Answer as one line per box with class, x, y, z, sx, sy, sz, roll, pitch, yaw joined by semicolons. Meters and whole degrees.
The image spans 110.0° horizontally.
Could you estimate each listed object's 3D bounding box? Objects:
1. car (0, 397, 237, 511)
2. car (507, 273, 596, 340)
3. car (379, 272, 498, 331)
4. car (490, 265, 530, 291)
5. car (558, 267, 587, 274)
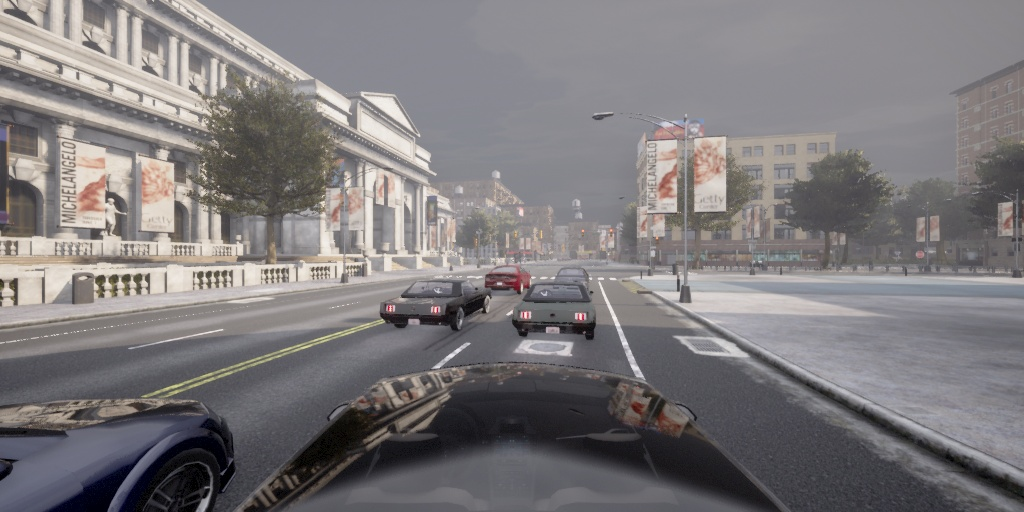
car;-3.156;1.314;1.114;1.994;1.385;4.181;0;0;-1
car;1.335;1.351;10.088;1.895;1.301;4.718;0;0;11
car;-2.009;1.351;11.102;1.895;1.301;4.718;0;0;11
car;-0.114;1.228;20.251;1.882;1.535;5.008;0;0;12
car;3.279;1.297;19.436;2.033;1.411;5.357;0;0;12
